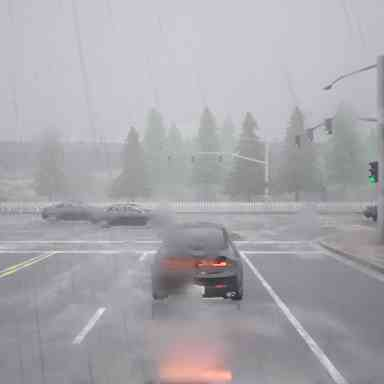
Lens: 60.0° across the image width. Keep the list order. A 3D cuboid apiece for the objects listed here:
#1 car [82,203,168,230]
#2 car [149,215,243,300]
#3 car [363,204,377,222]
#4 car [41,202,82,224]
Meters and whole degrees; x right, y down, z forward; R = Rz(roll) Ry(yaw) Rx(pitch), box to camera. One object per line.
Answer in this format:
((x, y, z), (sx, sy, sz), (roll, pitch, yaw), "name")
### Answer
((-3.743, 1.474, 20.213), (4.902, 1.511, 2.128), (0, 0, 0), "car")
((0.173, 1.505, 8.368), (1.837, 1.490, 4.892), (0, 0, 2), "car")
((14.897, 1.545, 23.591), (4.718, 1.301, 1.895), (0, 0, 0), "car")
((-8.167, 1.462, 23.742), (4.902, 1.511, 2.128), (0, 0, 0), "car")
